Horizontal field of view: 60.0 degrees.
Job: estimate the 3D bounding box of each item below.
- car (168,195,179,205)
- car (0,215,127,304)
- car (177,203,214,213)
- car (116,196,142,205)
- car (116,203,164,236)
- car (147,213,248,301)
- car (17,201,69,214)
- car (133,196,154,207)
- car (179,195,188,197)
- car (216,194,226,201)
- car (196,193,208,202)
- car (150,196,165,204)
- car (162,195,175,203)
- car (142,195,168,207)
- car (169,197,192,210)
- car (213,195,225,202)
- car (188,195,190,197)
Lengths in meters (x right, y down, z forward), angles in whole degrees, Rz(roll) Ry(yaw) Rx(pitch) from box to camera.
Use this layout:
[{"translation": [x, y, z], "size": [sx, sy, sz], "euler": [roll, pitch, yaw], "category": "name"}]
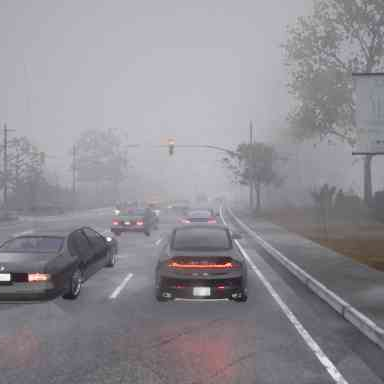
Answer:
[{"translation": [-3.948, 1.564, 55.206], "size": [1.994, 1.385, 4.181], "euler": [0, 0, 6], "category": "car"}, {"translation": [-3.298, 1.547, 8.365], "size": [2.033, 1.411, 5.357], "euler": [0, 0, 1], "category": "car"}, {"translation": [0.458, 1.526, 17.530], "size": [1.812, 1.442, 4.674], "euler": [0, 0, 4], "category": "car"}, {"translation": [-8.557, 1.352, 44.333], "size": [2.097, 1.767, 4.553], "euler": [0, 0, 5], "category": "car"}, {"translation": [-3.015, 1.547, 18.432], "size": [2.033, 1.411, 5.357], "euler": [0, 0, 2], "category": "car"}, {"translation": [0.214, 1.505, 8.283], "size": [1.837, 1.490, 4.892], "euler": [0, 0, 1], "category": "car"}, {"translation": [-15.165, 1.601, 34.047], "size": [4.718, 1.301, 1.895], "euler": [0, 0, 2], "category": "car"}, {"translation": [-7.679, 1.491, 53.280], "size": [2.128, 1.511, 4.902], "euler": [0, 0, 6], "category": "car"}, {"translation": [-2.704, 1.491, 65.114], "size": [2.128, 1.511, 4.902], "euler": [0, 0, 8], "category": "car"}, {"translation": [7.525, 1.393, 85.393], "size": [2.128, 1.511, 4.902], "euler": [0, 0, 10], "category": "car"}, {"translation": [2.180, 1.224, 74.406], "size": [2.150, 2.045, 5.566], "euler": [0, 0, 9], "category": "car"}, {"translation": [-6.493, 1.526, 63.159], "size": [1.812, 1.442, 4.674], "euler": [0, 0, 8], "category": "car"}, {"translation": [-5.060, 1.500, 73.368], "size": [1.837, 1.490, 4.892], "euler": [0, 0, 8], "category": "car"}, {"translation": [-4.959, 1.478, 45.322], "size": [1.882, 1.535, 5.008], "euler": [0, 0, 5], "category": "car"}, {"translation": [-1.276, 1.601, 42.065], "size": [1.895, 1.301, 4.718], "euler": [0, 0, 7], "category": "car"}, {"translation": [5.848, 1.519, 75.269], "size": [1.812, 1.442, 4.674], "euler": [0, 0, 9], "category": "car"}, {"translation": [-1.236, 1.524, 75.280], "size": [2.128, 1.511, 4.902], "euler": [0, 0, 9], "category": "car"}]
